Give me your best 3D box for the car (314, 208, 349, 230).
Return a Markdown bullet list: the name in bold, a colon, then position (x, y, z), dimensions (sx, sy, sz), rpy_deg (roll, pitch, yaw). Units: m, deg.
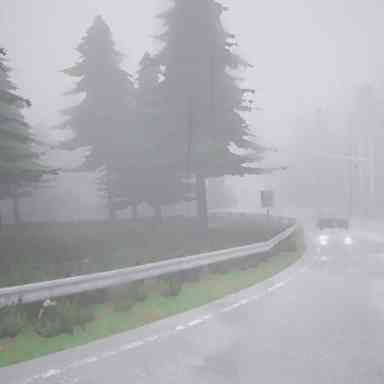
- **car**: position (10.082, 1.900, 24.315), dimensions (1.882, 1.535, 5.008), rpy_deg (-3, -2, 15)
